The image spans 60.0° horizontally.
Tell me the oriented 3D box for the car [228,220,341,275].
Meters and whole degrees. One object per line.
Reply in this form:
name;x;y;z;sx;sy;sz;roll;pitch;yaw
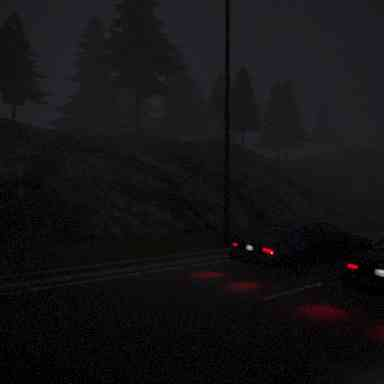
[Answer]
car;3.633;1.605;10.632;5.357;1.411;2.033;0;0;-35

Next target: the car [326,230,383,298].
car;5.660;1.605;7.779;5.357;1.411;2.033;0;0;-35
